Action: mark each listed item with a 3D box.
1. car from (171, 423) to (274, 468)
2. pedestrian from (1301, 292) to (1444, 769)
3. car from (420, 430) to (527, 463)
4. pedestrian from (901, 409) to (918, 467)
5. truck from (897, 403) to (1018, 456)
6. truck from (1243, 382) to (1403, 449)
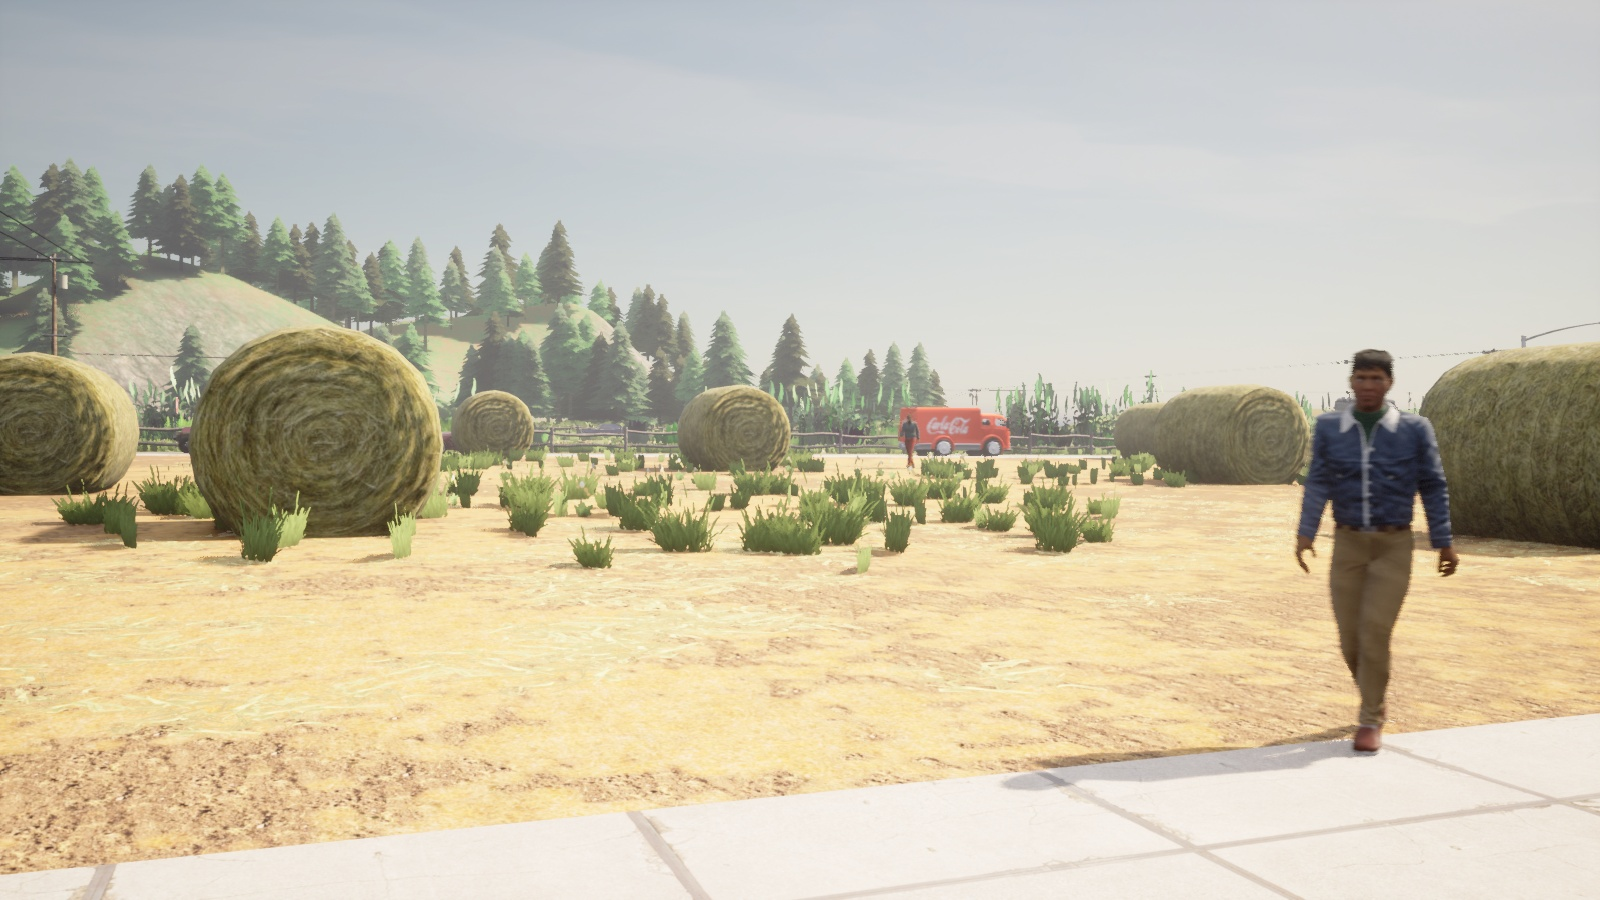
[{"bbox_3d":[-25.242,-0.229,55.020,3.866,1.878,1.905,-1,1,-17],"label":"car"},{"bbox_3d":[2.549,0.322,5.565,0.423,1.949,0.788,0,1,36],"label":"pedestrian"},{"bbox_3d":[-15.111,-0.175,58.117,4.674,1.442,1.812,-1,1,-17],"label":"car"},{"bbox_3d":[3.533,-0.399,40.345,0.353,1.847,0.614,0,1,24],"label":"pedestrian"},{"bbox_3d":[7.684,-1.007,61.408,5.204,2.467,2.627,-1,1,-17],"label":"truck"},{"bbox_3d":[28.178,-1.856,67.656,7.936,3.462,2.891,-1,1,-17],"label":"truck"}]
